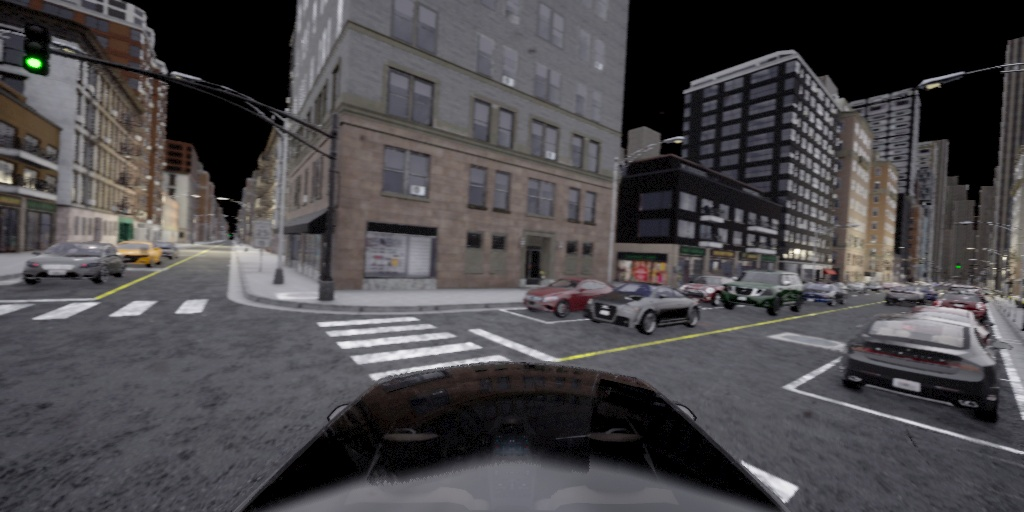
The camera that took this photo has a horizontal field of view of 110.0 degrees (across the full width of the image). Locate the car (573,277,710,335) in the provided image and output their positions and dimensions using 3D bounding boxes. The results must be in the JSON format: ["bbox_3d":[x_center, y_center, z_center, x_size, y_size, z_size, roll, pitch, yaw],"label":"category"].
[{"bbox_3d":[4.264,1.552,11.588,4.181,1.385,1.994,4,0,-38],"label":"car"}]

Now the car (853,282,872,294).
[{"bbox_3d":[41.722,3.832,43.630,4.403,1.370,2.007,0,0,-37],"label":"car"}]

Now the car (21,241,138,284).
[{"bbox_3d":[-16.932,0.212,14.131,2.128,1.511,4.902,3,0,-38],"label":"car"}]

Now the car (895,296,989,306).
[{"bbox_3d":[11.871,2.058,9.959,4.207,1.307,1.802,0,0,-37],"label":"car"}]

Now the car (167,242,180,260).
[{"bbox_3d":[-29.304,-0.478,30.074,2.033,1.411,5.357,3,0,-37],"label":"car"}]

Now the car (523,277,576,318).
[{"bbox_3d":[2.295,1.441,13.345,4.207,1.307,1.802,0,0,-37],"label":"car"}]

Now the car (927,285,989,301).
[{"bbox_3d":[25.010,2.722,20.052,4.097,1.591,1.967,0,0,-37],"label":"car"}]

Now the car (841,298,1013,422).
[{"bbox_3d":[7.491,1.759,6.595,4.403,1.370,2.007,0,0,-37],"label":"car"}]

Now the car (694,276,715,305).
[{"bbox_3d":[11.056,1.835,20.075,4.097,1.591,1.967,0,0,-37],"label":"car"}]

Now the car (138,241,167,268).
[{"bbox_3d":[-23.115,-0.174,22.087,1.882,1.535,5.008,3,0,-38],"label":"car"}]

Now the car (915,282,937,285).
[{"bbox_3d":[39.867,3.537,34.974,4.553,1.767,2.097,4,0,-37],"label":"car"}]

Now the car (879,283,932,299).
[{"bbox_3d":[30.692,3.113,27.908,4.902,1.511,2.128,3,0,-37],"label":"car"}]

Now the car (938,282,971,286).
[{"bbox_3d":[33.769,3.136,26.780,5.009,1.841,2.192,0,0,-37],"label":"car"}]

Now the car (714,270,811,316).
[{"bbox_3d":[12.750,1.728,18.087,5.566,2.045,2.150,4,0,-37],"label":"car"}]

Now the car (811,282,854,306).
[{"bbox_3d":[21.473,2.590,24.791,5.357,1.411,2.033,4,0,-37],"label":"car"}]
